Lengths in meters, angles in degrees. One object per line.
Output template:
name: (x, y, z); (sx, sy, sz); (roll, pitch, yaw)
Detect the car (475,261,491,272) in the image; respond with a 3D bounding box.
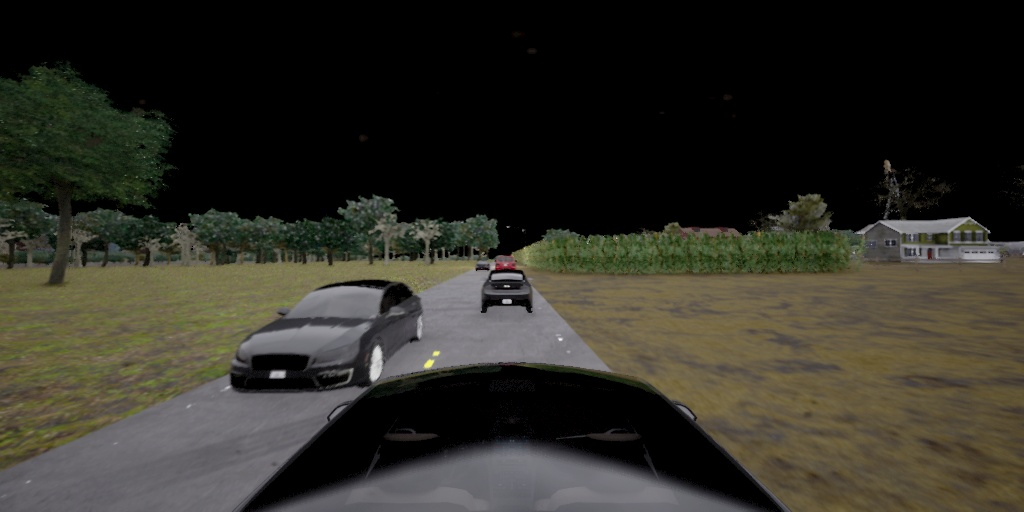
car: (-3.818, 1.335, 47.609); (2.033, 1.411, 5.357); (0, 0, -1)

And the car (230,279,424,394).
car: (-3.014, 1.253, 6.968); (1.837, 1.490, 4.892); (0, 0, -1)

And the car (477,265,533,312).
car: (-0.211, 1.262, 14.326); (1.837, 1.490, 4.892); (0, 0, -1)

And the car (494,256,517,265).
car: (-0.688, 1.000, 38.024); (2.150, 2.045, 5.566); (0, 0, -1)
